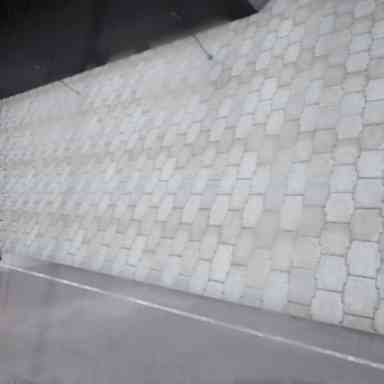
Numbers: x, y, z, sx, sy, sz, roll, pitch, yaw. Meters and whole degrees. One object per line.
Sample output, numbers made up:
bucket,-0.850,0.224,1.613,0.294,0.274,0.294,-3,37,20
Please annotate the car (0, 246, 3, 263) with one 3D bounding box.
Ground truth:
car,-7.251,1.576,9.165,4.718,1.301,1.895,0,0,35
